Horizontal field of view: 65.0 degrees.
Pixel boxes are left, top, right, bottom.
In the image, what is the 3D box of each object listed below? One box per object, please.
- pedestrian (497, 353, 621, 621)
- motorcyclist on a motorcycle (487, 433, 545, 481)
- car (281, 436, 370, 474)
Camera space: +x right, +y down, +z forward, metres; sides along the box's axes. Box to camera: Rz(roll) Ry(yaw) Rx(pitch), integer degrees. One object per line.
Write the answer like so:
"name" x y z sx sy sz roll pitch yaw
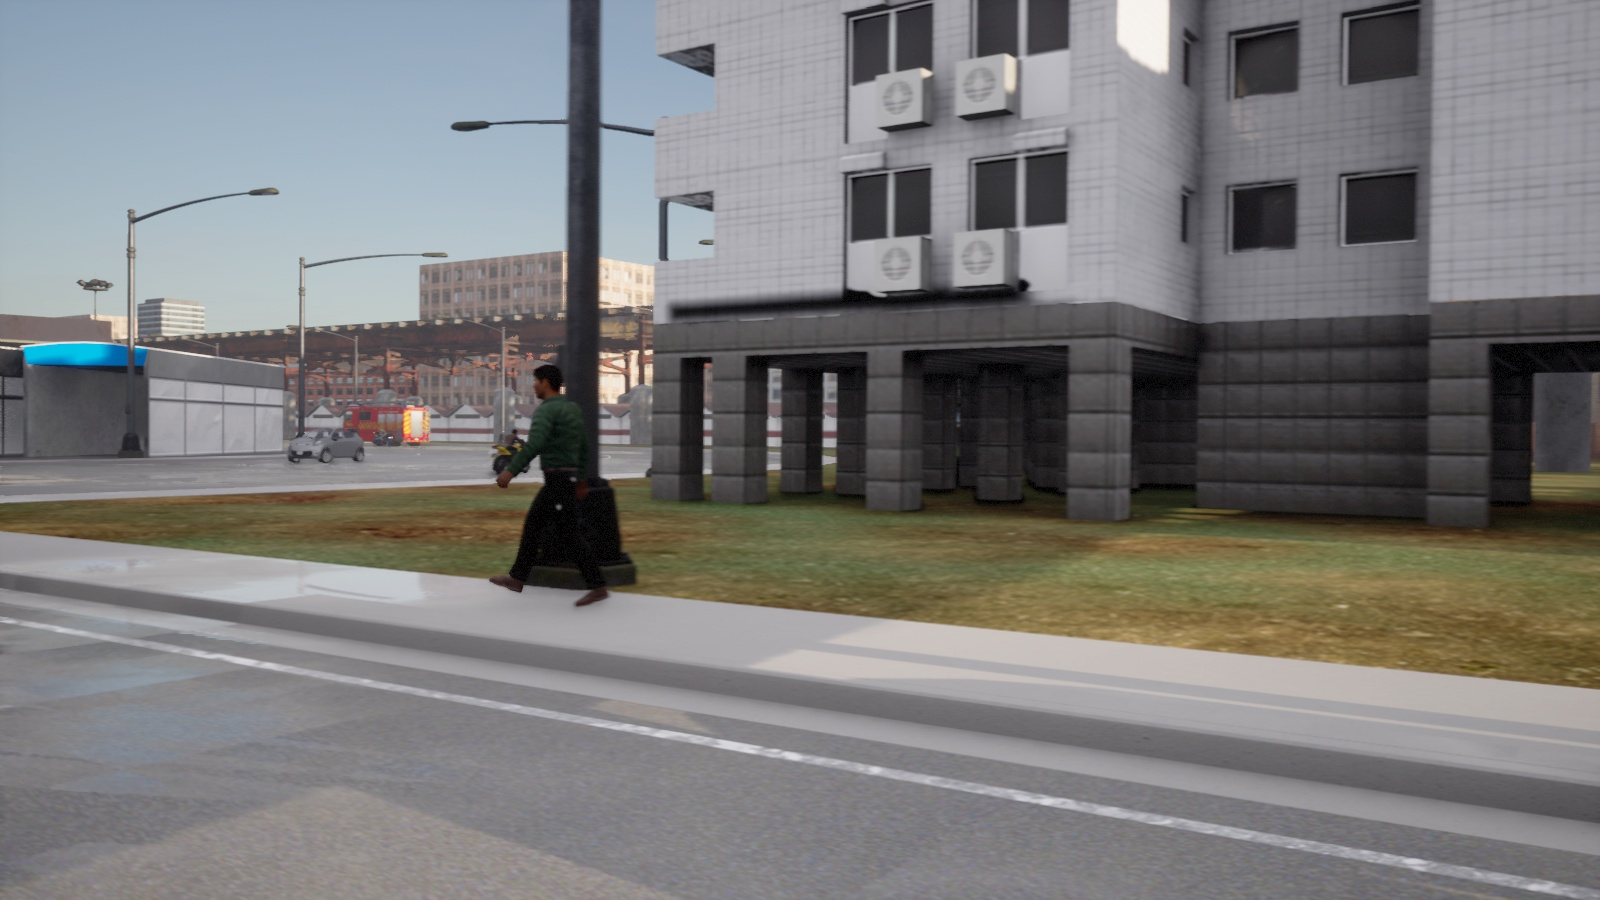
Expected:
"pedestrian" -1.804 0.271 9.429 0.788 1.949 0.423 0 1 12
"motorcyclist on a motorcycle" -9.397 0.222 41.622 0.797 1.523 2.044 -1 1 24
"car" -20.138 0.188 53.418 1.845 1.501 3.633 0 1 13
